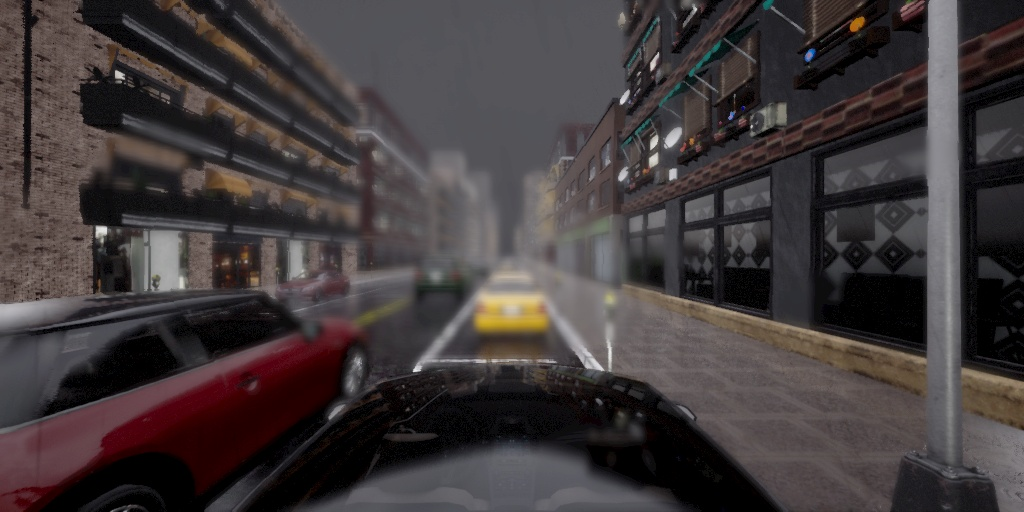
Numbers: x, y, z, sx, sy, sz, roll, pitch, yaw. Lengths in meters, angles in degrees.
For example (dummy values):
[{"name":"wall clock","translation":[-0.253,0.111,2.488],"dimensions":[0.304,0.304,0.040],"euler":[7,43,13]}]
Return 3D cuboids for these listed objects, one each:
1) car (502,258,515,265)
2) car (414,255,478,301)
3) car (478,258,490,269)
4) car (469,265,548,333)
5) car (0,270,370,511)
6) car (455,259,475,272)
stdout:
[{"name":"car","translation":[-0.456,1.275,39.173],"dimensions":[1.751,1.417,4.829],"euler":[0,0,0]},{"name":"car","translation":[-3.138,0.975,17.520],"dimensions":[2.150,2.045,5.566],"euler":[0,0,0]},{"name":"car","translation":[-3.128,1.101,33.354],"dimensions":[2.097,1.767,4.553],"euler":[0,0,0]},{"name":"car","translation":[0.005,1.207,10.689],"dimensions":[1.801,1.575,5.366],"euler":[0,0,0]},{"name":"car","translation":[-3.146,1.101,3.475],"dimensions":[2.097,1.767,4.553],"euler":[0,0,0]},{"name":"car","translation":[-6.171,1.226,47.727],"dimensions":[1.882,1.535,5.008],"euler":[0,0,0]}]
